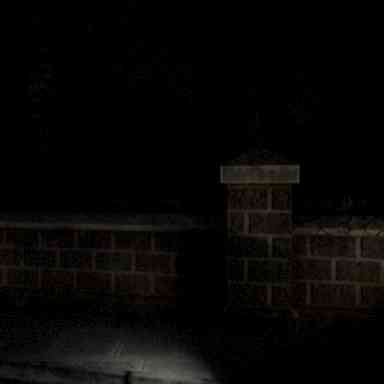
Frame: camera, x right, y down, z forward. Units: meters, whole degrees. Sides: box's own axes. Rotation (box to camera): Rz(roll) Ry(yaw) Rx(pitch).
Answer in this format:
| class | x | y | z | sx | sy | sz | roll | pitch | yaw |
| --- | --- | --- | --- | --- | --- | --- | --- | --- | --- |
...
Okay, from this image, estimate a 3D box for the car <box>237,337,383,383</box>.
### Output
| class | x | y | z | sx | sy | sz | roll | pitch | yaw |
| --- | --- | --- | --- | --- | --- | --- | --- | --- | --- |
| car | 2.579 | 1.526 | 2.010 | 4.674 | 1.442 | 1.812 | 0 | 0 | 11 |
